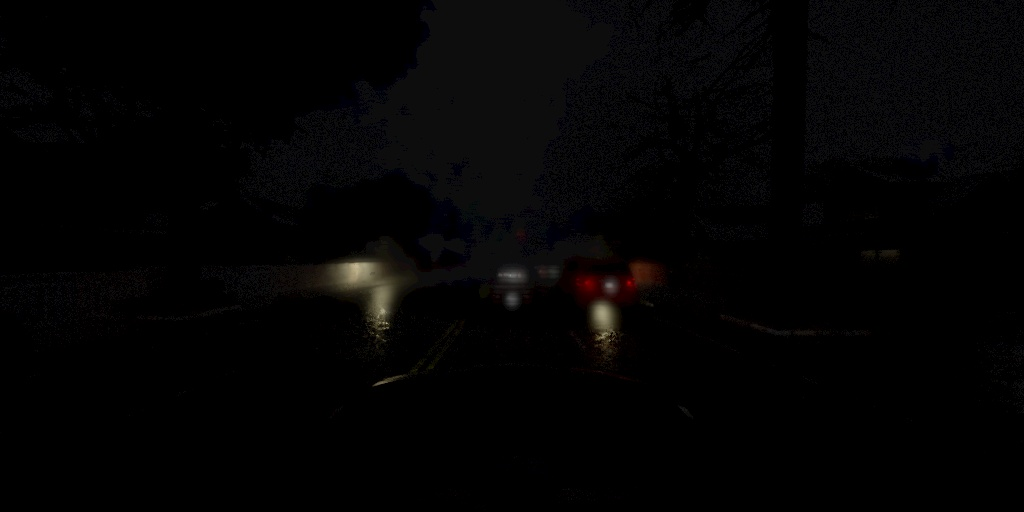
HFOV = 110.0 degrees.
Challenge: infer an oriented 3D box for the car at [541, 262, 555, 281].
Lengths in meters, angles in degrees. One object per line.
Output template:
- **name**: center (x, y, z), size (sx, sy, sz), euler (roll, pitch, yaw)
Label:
- **car**: center (3.276, 1.376, 30.259), size (2.097, 1.767, 4.553), euler (0, -1, 0)

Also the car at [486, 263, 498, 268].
- **car**: center (-3.246, 1.849, 59.366), size (2.033, 1.411, 5.357), euler (0, -1, 0)

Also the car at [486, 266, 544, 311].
- **car**: center (0.023, 1.373, 15.348), size (2.128, 1.511, 4.902), euler (0, 0, 0)

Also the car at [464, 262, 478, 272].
- **car**: center (-6.515, 1.762, 57.651), size (1.882, 1.535, 5.008), euler (0, -1, 1)

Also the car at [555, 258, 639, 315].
- **car**: center (3.263, 1.096, 14.440), size (2.150, 2.045, 5.566), euler (0, 0, 0)
